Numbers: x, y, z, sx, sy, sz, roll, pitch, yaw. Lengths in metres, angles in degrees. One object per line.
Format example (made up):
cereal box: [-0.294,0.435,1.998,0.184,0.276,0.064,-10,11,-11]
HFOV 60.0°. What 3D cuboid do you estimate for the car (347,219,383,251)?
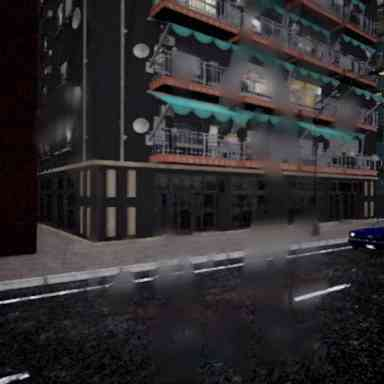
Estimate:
car: [8.462,1.763,13.711,4.718,1.301,1.895,1,0,-35]
